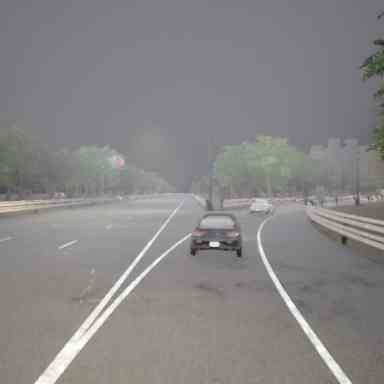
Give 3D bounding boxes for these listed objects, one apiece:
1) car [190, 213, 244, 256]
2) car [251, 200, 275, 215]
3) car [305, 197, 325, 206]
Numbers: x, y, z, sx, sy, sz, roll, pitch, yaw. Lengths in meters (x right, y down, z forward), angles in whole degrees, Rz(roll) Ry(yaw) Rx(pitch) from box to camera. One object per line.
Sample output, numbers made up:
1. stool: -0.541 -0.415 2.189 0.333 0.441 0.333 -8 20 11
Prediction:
1. car: 1.067 1.541 13.147 1.812 1.442 4.674 0 0 8
2. car: 7.428 1.556 34.941 1.812 1.442 4.674 0 0 24
3. car: 20.735 1.508 56.003 1.882 1.535 5.008 0 0 41
